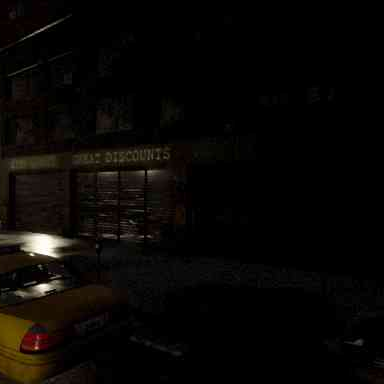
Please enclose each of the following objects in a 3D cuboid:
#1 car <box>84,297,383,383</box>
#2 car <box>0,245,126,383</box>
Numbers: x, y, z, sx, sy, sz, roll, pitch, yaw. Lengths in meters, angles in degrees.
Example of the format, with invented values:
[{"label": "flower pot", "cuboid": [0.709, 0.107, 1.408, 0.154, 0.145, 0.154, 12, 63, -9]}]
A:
[{"label": "car", "cuboid": [1.628, 1.551, 1.922, 4.403, 1.369, 2.008, 0, 1, 36]}, {"label": "car", "cuboid": [-3.056, 1.524, 5.267, 4.829, 1.417, 1.752, 0, 1, 36]}]
